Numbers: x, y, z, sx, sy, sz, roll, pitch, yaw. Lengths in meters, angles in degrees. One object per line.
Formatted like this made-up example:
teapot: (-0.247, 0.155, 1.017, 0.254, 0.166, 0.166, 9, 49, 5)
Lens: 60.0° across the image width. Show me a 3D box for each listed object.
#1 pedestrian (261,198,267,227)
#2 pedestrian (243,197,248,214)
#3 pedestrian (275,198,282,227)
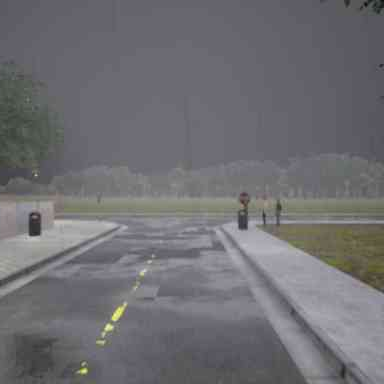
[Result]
pedestrian: (4.483, 1.246, 20.696, 0.375, 1.860, 0.375, 0, 0, 0)
pedestrian: (3.482, 1.238, 21.895, 0.375, 1.860, 0.375, 0, 0, 0)
pedestrian: (5.482, 1.276, 21.297, 0.375, 1.860, 0.375, 0, 0, 0)
